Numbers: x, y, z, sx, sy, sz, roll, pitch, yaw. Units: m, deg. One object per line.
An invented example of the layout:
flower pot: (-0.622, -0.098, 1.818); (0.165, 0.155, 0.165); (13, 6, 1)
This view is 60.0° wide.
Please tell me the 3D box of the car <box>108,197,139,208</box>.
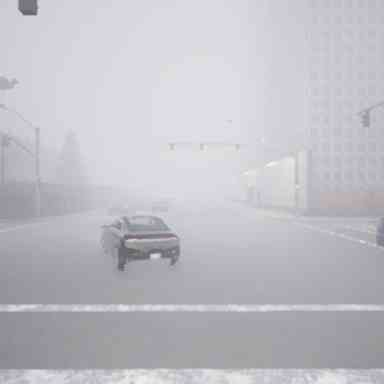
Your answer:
car: (-7.139, 1.407, 34.135); (2.097, 1.767, 4.553); (0, 0, 2)

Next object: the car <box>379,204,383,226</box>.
car: (15.587, 1.596, 22.493); (4.892, 1.490, 1.837); (0, 0, 0)

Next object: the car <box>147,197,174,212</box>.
car: (-3.580, 1.610, 38.751); (2.033, 1.411, 5.357); (0, 0, 0)

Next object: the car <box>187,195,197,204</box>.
car: (0.012, 1.597, 65.642); (2.128, 1.511, 4.902); (0, 0, 0)

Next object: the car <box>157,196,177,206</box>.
car: (-3.559, 1.583, 48.347); (1.837, 1.490, 4.892); (0, 0, 1)

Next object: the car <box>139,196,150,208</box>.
car: (-7.077, 1.421, 42.959); (2.097, 1.767, 4.553); (0, 0, 0)

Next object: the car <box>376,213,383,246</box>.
car: (9.224, 1.289, 11.572); (5.566, 2.045, 2.150); (1, -2, -15)

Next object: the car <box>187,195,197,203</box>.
car: (0.014, 1.477, 75.814); (2.097, 1.767, 4.553); (0, 0, 0)

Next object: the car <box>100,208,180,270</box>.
car: (-1.923, 1.543, 11.390); (2.128, 1.511, 4.902); (0, 0, -22)

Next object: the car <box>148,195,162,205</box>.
car: (-6.988, 1.454, 63.327); (2.097, 1.767, 4.553); (0, 0, 0)

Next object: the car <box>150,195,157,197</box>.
car: (-7.020, 1.437, 53.078); (2.097, 1.767, 4.553); (0, 0, 0)

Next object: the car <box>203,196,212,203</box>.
car: (3.514, 1.646, 75.689); (2.128, 1.511, 4.902); (0, 0, 0)
